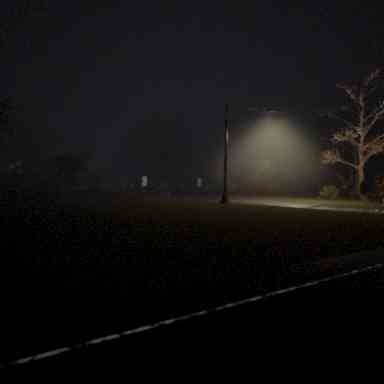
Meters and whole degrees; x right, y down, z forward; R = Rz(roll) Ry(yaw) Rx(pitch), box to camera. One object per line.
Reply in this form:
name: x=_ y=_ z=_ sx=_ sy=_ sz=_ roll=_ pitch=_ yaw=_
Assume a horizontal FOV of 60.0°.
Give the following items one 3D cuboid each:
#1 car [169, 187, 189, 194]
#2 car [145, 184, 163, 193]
car: x=-2.414 y=-0.282 z=59.411 sx=1.994 sy=1.385 sz=4.181 roll=0 pitch=2 yaw=-36
car: x=-7.764 y=-0.788 z=66.867 sx=2.097 sy=1.767 sz=4.553 roll=0 pitch=2 yaw=-36
